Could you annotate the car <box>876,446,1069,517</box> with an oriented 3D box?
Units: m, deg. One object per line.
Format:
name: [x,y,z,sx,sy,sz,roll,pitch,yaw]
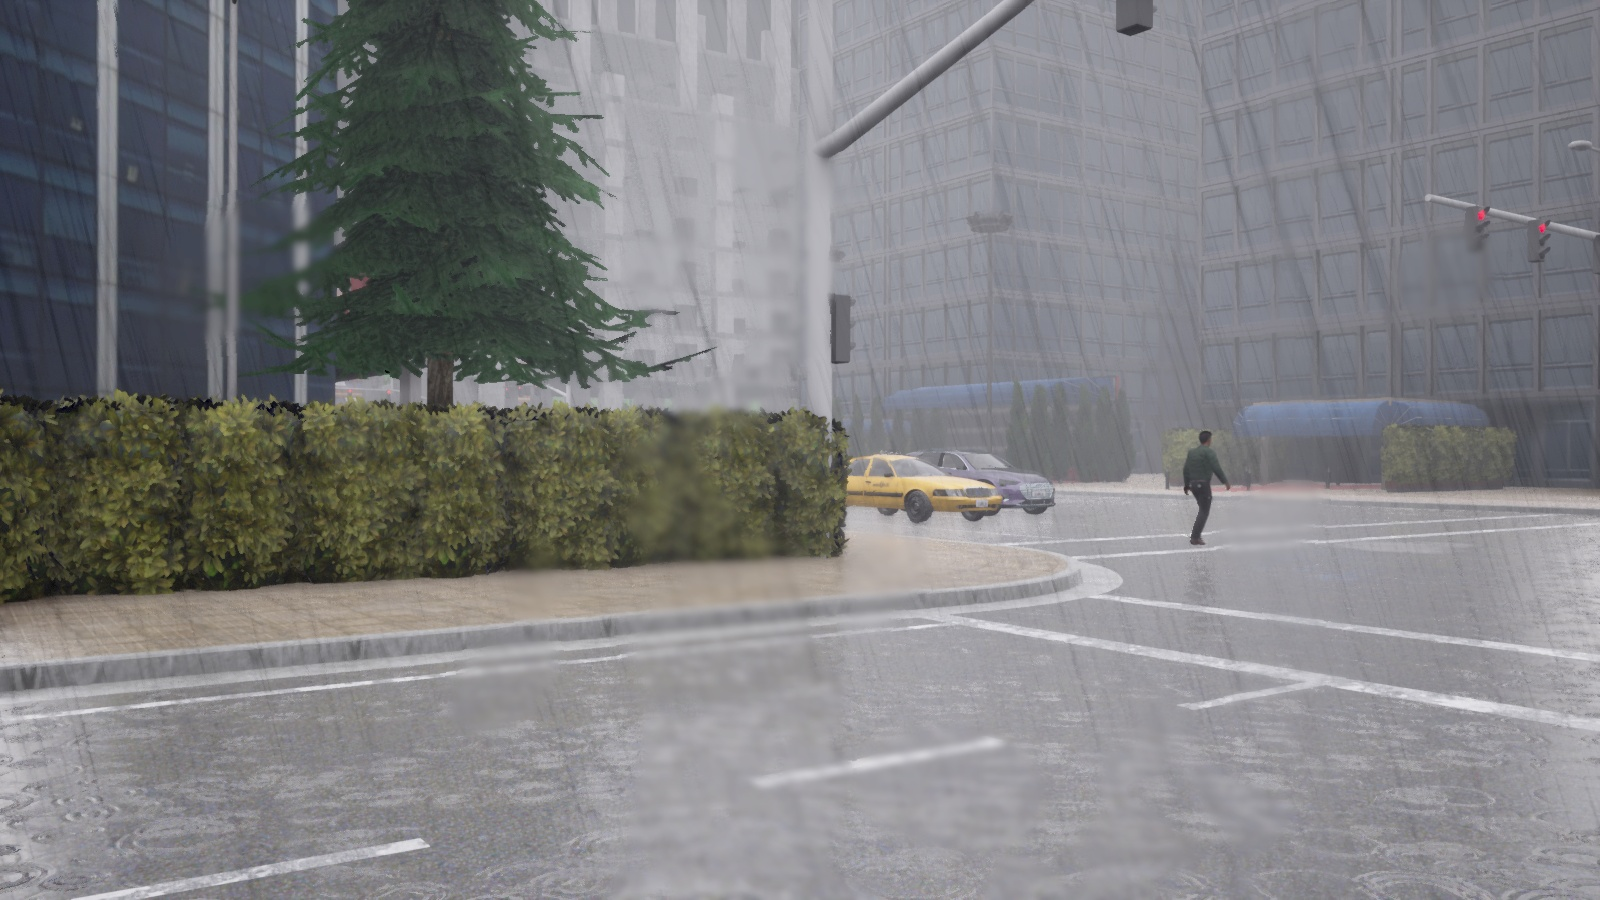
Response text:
car: [4.245,0.743,31.635,2.033,1.649,4.856,0,0,-35]

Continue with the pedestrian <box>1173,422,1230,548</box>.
pedestrian: [6.297,0.537,19.683,0.788,1.949,0.423,0,0,-30]

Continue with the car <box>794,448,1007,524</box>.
car: [2.141,0.749,28.553,1.801,1.575,5.366,0,0,-35]
